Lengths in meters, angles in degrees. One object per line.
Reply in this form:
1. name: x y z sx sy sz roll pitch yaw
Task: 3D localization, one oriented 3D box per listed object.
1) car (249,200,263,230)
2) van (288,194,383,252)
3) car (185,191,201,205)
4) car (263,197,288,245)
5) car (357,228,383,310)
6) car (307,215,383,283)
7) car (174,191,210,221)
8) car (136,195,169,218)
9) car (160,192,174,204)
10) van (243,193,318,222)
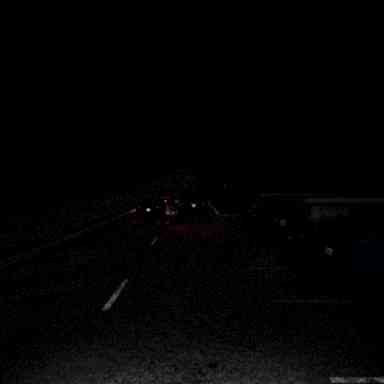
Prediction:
1. car: 5.541 1.317 16.131 4.892 1.521 2.231 0 1 0
2. van: 5.661 1.161 10.617 4.442 1.987 1.878 0 1 0
3. car: 0.123 0.685 41.883 1.882 1.535 5.008 0 2 0
4. car: 5.514 1.227 13.502 4.553 1.767 2.185 0 1 0
5. car: 5.511 1.472 5.115 4.792 1.488 2.163 0 1 0
6. car: 5.572 1.444 7.867 4.792 1.488 2.163 0 1 0
7. car: 0.113 0.917 24.161 2.150 2.045 5.566 0 1 0
8. car: -3.137 1.221 25.909 1.994 1.385 4.181 0 1 0
9. car: -3.127 0.726 41.533 1.837 1.490 4.892 0 2 0
10. van: 5.432 1.049 18.885 4.442 1.987 1.878 0 1 0
